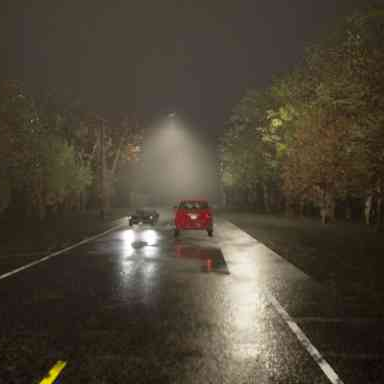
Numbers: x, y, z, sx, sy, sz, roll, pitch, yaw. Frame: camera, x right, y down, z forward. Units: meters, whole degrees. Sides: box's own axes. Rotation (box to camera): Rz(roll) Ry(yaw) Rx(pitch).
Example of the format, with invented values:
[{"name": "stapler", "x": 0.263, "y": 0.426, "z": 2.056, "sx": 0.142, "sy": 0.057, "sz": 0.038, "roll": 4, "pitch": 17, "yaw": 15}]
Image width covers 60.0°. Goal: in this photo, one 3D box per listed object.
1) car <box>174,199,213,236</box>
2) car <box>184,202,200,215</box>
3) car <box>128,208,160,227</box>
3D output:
[{"name": "car", "x": 0.077, "y": 1.438, "z": 20.012, "sx": 2.150, "sy": 2.045, "sz": 5.566, "roll": 0, "pitch": -1, "yaw": 0}, {"name": "car", "x": -0.024, "y": 1.966, "z": 40.800, "sx": 1.812, "sy": 1.442, "sz": 4.674, "roll": 0, "pitch": -1, "yaw": 0}, {"name": "car", "x": -3.545, "y": 1.871, "z": 25.090, "sx": 1.895, "sy": 1.301, "sz": 4.718, "roll": 0, "pitch": -1, "yaw": 0}]
